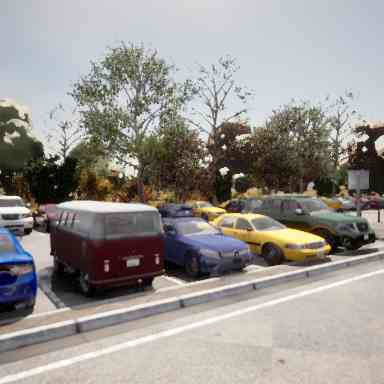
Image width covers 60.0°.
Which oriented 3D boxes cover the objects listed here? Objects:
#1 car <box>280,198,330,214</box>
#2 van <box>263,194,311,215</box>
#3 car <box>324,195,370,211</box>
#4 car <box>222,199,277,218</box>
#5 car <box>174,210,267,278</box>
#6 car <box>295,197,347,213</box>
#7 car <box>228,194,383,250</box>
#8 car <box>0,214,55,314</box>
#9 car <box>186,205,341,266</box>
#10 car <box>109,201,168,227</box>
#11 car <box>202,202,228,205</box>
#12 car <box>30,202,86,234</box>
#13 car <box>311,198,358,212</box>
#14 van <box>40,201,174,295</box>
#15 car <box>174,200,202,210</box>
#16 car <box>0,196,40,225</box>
[{"bbox_3d":[11.862,1.442,35.160,2.002,1.452,4.674,0,0,-36],"label":"car"},{"bbox_3d":[9.534,1.185,33.643,1.878,1.987,4.442,0,0,-36],"label":"van"},{"bbox_3d":[18.615,1.251,40.034,2.185,1.767,4.553,0,0,-36],"label":"car"},{"bbox_3d":[5.106,1.458,30.296,2.163,1.488,4.792,0,0,-36],"label":"car"},{"bbox_3d":[-0.186,1.520,10.468,2.002,1.452,4.674,0,0,-36],"label":"car"},{"bbox_3d":[14.122,1.393,36.775,2.097,1.535,5.008,0,0,-36],"label":"car"},{"bbox_3d":[4.392,1.211,13.704,2.435,2.045,5.566,0,0,-36],"label":"car"},{"bbox_3d":[-4.741,1.498,7.200,2.097,1.535,5.008,0,0,-36],"label":"car"},{"bbox_3d":[2.203,1.468,11.946,1.946,1.575,5.366,0,0,-36],"label":"car"},{"bbox_3d":[-3.945,1.466,23.865,2.231,1.521,4.892,0,0,-36],"label":"car"},{"bbox_3d":[0.681,1.444,26.938,1.946,1.575,5.366,0,0,-36],"label":"car"},{"bbox_3d":[-8.460,1.483,20.634,2.097,1.535,5.008,0,0,-36],"label":"car"},{"bbox_3d":[16.377,1.425,38.392,2.002,1.452,4.674,0,0,-36],"label":"car"},{"bbox_3d":[-2.533,1.263,8.930,1.878,1.987,4.442,0,0,-36],"label":"van"},{"bbox_3d":[-1.701,1.485,25.498,2.163,1.488,4.792,0,0,-36],"label":"car"},{"bbox_3d":[-10.698,1.241,18.991,2.435,2.045,5.566,0,0,-36],"label":"car"}]
